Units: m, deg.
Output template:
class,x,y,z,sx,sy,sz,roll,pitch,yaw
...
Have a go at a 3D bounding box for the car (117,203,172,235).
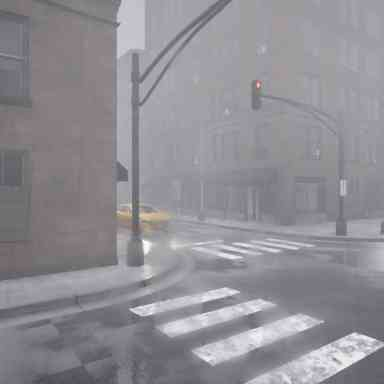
class,x,y,z,sx,sy,sz,roll,pitch,yaw
car,-2.949,1.382,18.382,1.882,1.535,5.008,0,0,-34
